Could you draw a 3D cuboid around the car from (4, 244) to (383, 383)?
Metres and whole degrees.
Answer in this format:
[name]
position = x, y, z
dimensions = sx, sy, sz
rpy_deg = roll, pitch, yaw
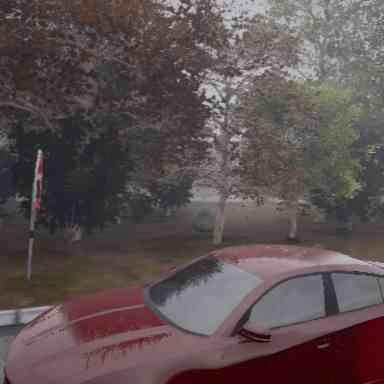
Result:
[car]
position = 0.748, 1.391, 3.710
dimensions = 5.008, 1.535, 1.882
rpy_deg = 0, 1, -23
